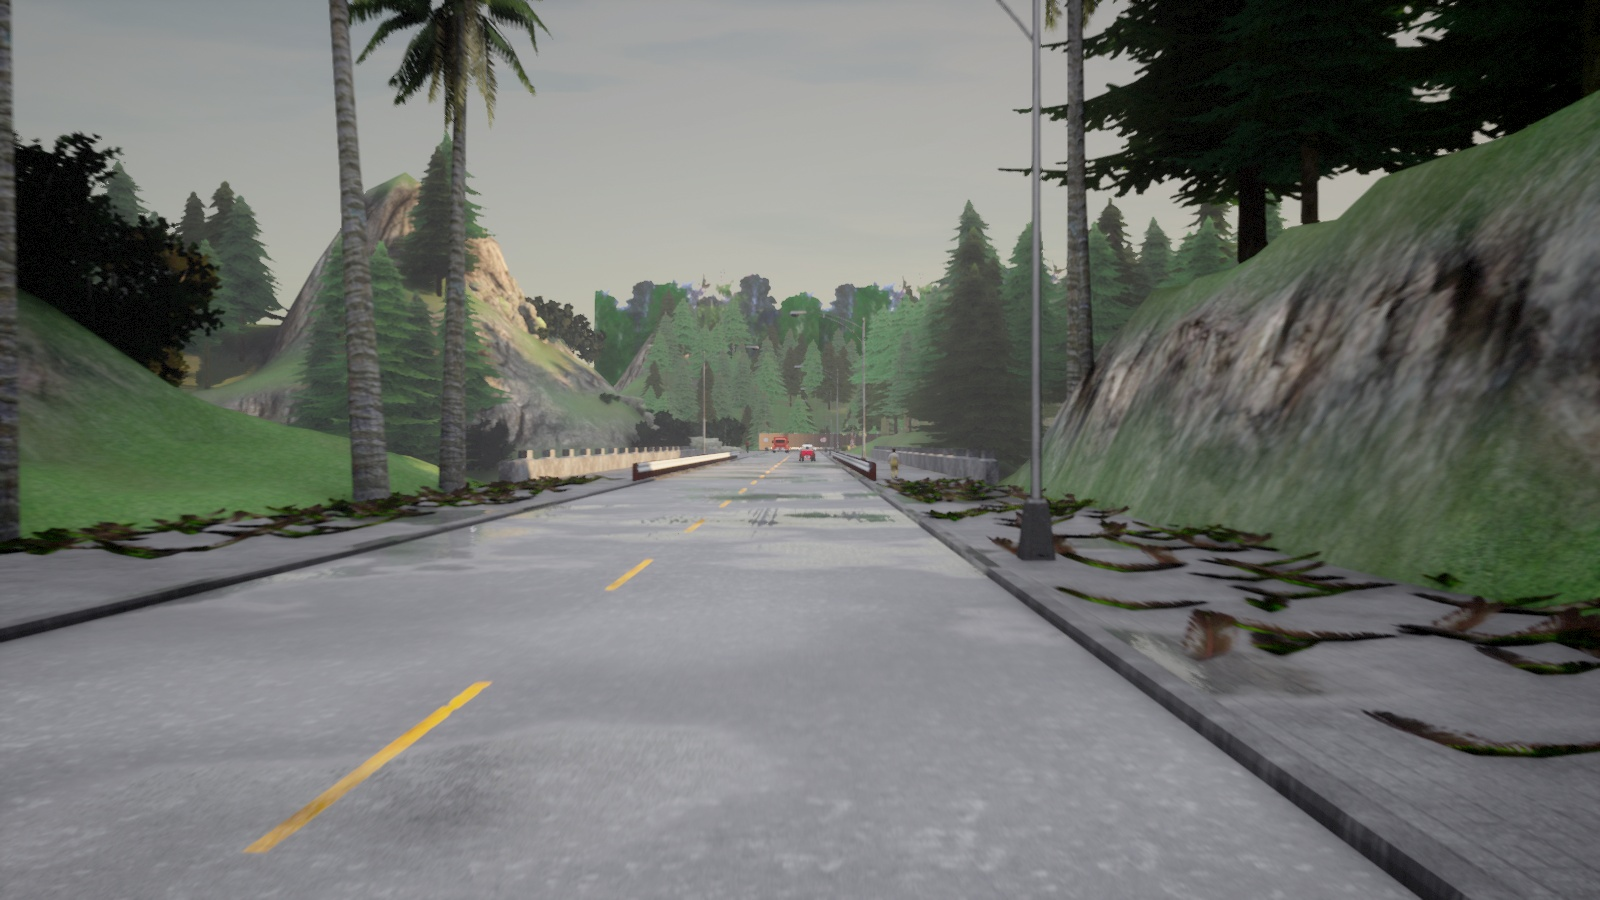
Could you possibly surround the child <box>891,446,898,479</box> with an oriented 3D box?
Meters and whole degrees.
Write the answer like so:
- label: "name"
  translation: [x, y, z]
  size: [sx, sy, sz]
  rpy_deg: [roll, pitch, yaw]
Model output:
- label: "child"
  translation: [3.652, 0.470, 48.470]
  size: [0.270, 1.263, 0.437]
  rpy_deg: [0, 0, 2]
